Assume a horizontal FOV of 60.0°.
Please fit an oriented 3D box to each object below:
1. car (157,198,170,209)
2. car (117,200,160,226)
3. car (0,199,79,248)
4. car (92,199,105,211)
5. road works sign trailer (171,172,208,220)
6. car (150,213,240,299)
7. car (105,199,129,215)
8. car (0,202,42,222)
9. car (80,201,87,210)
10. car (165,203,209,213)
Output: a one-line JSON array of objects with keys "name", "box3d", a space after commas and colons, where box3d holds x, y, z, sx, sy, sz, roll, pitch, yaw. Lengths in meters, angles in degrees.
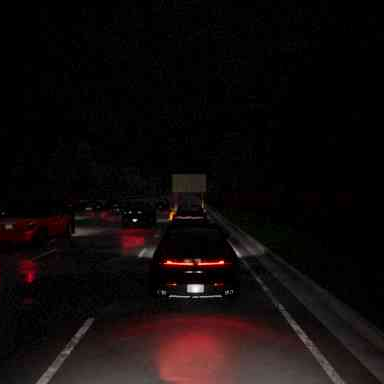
[{"name": "car", "box3d": [-3.740, 1.527, 41.160, 1.812, 1.442, 4.674, 0, -1, -1]}, {"name": "car", "box3d": [-3.575, 1.503, 23.087, 1.837, 1.490, 4.892, 0, 0, -1]}, {"name": "car", "box3d": [-7.013, 1.352, 14.939, 2.097, 1.767, 4.553, 0, 0, 0]}, {"name": "car", "box3d": [-10.733, 1.526, 40.315, 1.812, 1.442, 4.674, 0, 0, -1]}, {"name": "road works sign trailer", "box3d": [-0.187, 0.464, 22.721, 2.380, 3.560, 2.880, 0, 0, -3]}, {"name": "car", "box3d": [0.047, 1.505, 8.463, 1.837, 1.490, 4.892, 0, 0, 0]}, {"name": "car", "box3d": [-7.179, 1.493, 34.629, 2.128, 1.511, 4.902, 0, 0, -1]}, {"name": "car", "box3d": [-14.110, 1.564, 26.938, 1.994, 1.385, 4.181, 0, 0, -1]}, {"name": "car", "box3d": [-14.229, 1.547, 39.811, 2.033, 1.411, 5.357, 0, 0, 0]}, {"name": "car", "box3d": [-0.068, 1.488, 18.851, 2.128, 1.511, 4.902, 0, 0, 1]}]
